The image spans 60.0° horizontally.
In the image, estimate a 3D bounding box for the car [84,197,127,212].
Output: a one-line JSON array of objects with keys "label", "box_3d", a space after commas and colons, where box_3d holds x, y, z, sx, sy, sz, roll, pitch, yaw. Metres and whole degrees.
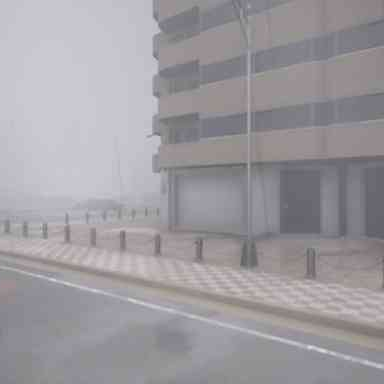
[{"label": "car", "box_3d": [-10.266, 1.628, 39.781, 1.994, 1.385, 4.181, 0, 0, 35]}]

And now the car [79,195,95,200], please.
[{"label": "car", "box_3d": [-28.124, 1.472, 89.137, 1.970, 1.475, 3.806, 0, 0, 35]}]

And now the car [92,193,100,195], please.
[{"label": "car", "box_3d": [-25.761, 1.231, 87.465, 1.905, 1.878, 3.866, 0, 0, 35]}]

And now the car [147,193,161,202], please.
[{"label": "car", "box_3d": [-7.338, 1.222, 74.516, 1.932, 1.855, 4.605, 0, 0, 35]}]

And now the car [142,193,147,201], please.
[{"label": "car", "box_3d": [-9.676, 1.226, 76.223, 1.905, 1.878, 3.866, 0, 0, 35]}]

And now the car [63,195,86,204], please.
[{"label": "car", "box_3d": [-21.925, 1.466, 63.479, 1.970, 1.475, 3.806, 0, 0, 35]}]

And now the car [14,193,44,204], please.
[{"label": "car", "box_3d": [-35.808, 1.229, 73.112, 1.932, 1.855, 4.605, 0, 0, 35]}]

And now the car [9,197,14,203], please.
[{"label": "car", "box_3d": [-38.142, 1.440, 74.828, 1.784, 1.438, 3.905, 0, 0, 35]}]

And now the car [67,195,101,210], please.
[{"label": "car", "box_3d": [-12.793, 1.556, 42.277, 2.128, 1.511, 4.902, 0, 0, 35]}]
